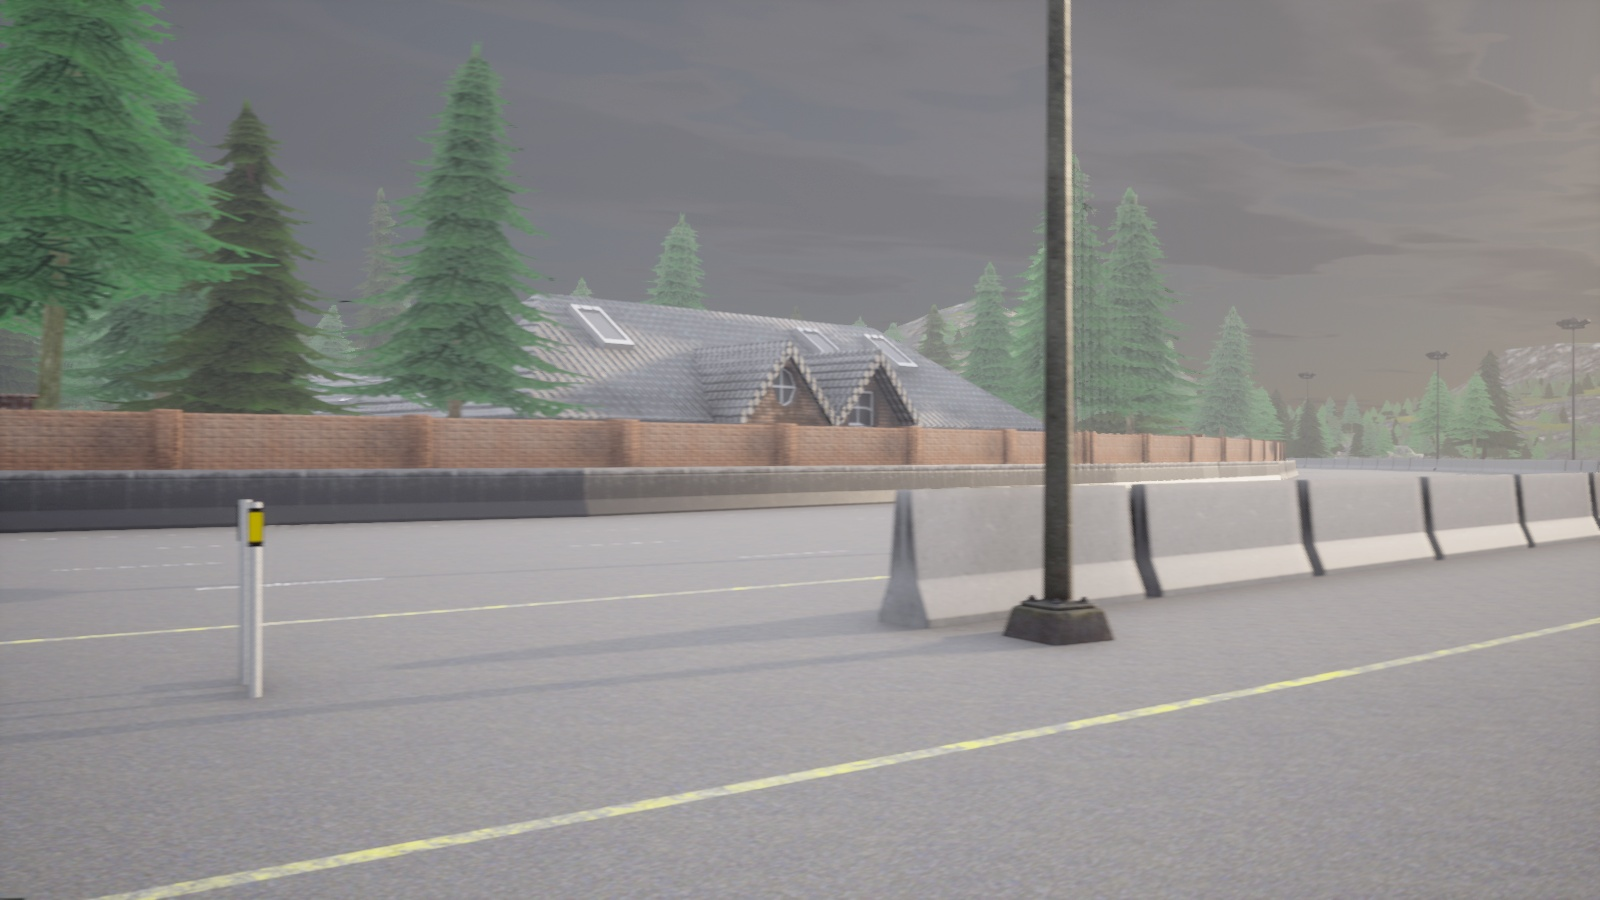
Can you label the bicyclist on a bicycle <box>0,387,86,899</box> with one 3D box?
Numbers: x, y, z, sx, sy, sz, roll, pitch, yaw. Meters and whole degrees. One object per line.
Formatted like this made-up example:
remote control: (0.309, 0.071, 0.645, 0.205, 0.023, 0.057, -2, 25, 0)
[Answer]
bicyclist on a bicycle: (-2.158, 0.699, 2.198, 1.509, 1.612, 0.866, 0, 0, -35)
